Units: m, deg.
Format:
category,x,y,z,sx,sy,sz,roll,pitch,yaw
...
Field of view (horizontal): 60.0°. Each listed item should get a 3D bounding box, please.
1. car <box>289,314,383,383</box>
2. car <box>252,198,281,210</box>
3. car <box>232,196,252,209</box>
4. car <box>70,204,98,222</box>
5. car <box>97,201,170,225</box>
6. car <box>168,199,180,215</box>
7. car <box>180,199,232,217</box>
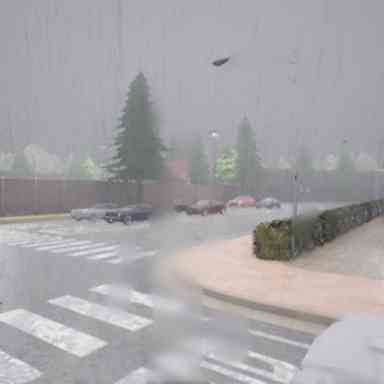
category,x,y,z,sx,sy,sz,roll,pitch,yaw
car,2.984,1.606,1.888,4.718,1.301,1.895,0,0,37
car,9.850,1.469,42.607,1.812,1.442,4.674,0,0,37
car,6.588,1.287,44.065,2.097,1.767,4.553,0,0,37
car,-6.908,1.531,25.578,1.895,1.301,4.718,0,0,36
car,-4.017,1.543,23.600,1.895,1.301,4.718,0,0,36
car,-1.556,1.421,32.975,2.128,1.511,4.902,0,0,36
car,1.395,1.421,31.086,1.882,1.535,5.008,0,0,36
